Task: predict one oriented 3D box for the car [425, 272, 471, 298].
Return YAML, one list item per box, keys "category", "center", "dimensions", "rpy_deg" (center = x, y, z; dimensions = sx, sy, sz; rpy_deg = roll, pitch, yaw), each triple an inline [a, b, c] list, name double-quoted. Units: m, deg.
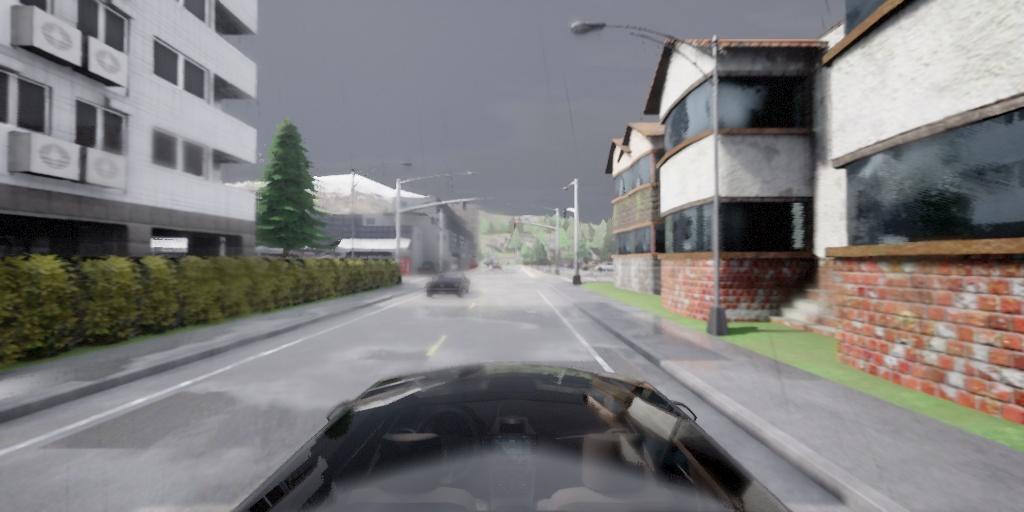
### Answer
- category: "car"
  center: [-3.537, 1.614, 20.484]
  dimensions: [1.895, 1.301, 4.718]
  rpy_deg: [0, -1, 0]
